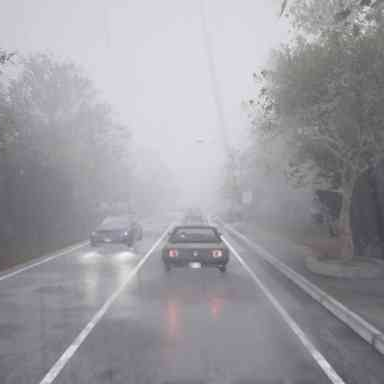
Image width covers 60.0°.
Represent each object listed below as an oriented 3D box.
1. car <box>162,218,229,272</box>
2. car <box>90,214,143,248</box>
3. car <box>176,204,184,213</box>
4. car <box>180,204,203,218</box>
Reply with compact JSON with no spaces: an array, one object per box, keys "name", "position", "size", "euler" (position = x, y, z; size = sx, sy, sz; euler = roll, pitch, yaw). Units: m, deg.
[{"name":"car","position":[0.102,1.791,11.408],"size":[1.895,1.301,4.718],"euler":[0,-1,0]},{"name":"car","position":[-3.589,1.843,16.517],"size":[1.812,1.442,4.674],"euler":[0,-1,0]},{"name":"car","position":[-1.459,2.811,57.874],"size":[1.882,1.535,5.008],"euler":[1,-1,10]},{"name":"car","position":[0.179,2.328,35.027],"size":[2.033,1.411,5.357],"euler":[0,-2,1]}]
